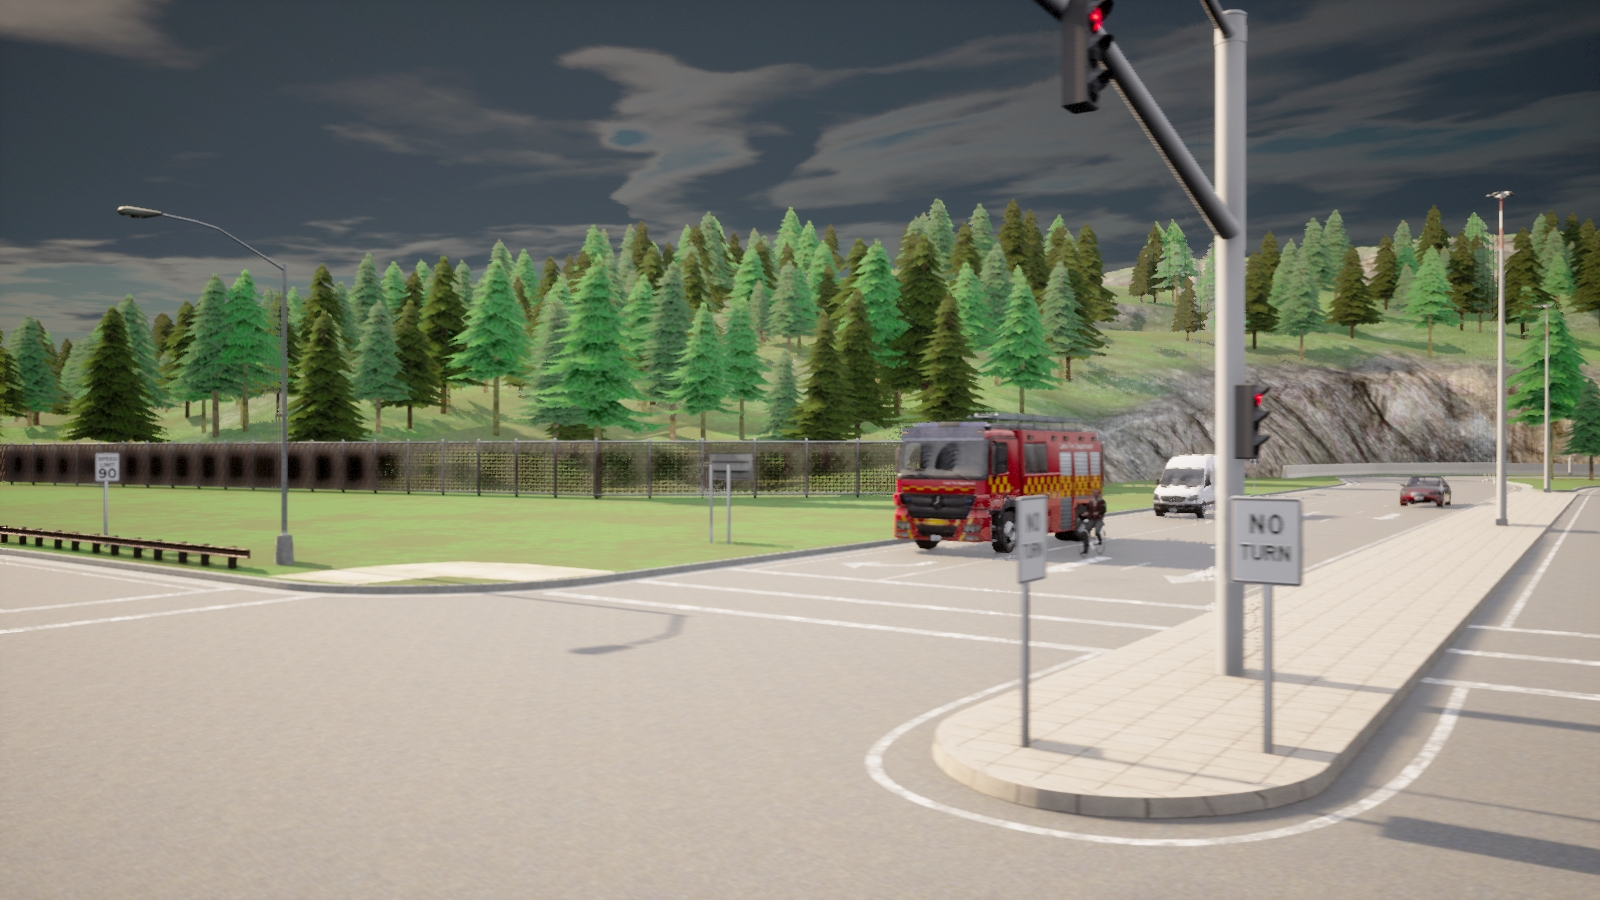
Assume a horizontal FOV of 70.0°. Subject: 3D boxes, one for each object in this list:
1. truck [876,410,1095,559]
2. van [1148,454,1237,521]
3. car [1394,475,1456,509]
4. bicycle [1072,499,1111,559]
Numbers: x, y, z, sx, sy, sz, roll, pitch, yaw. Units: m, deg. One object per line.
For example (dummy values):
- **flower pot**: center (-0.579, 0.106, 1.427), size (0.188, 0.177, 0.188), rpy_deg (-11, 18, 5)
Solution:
- **truck**: center (5.721, 0.888, 33.686), size (2.891, 3.827, 8.468), rpy_deg (0, 0, 36)
- **van**: center (16.857, 1.527, 48.831), size (1.988, 2.561, 5.915), rpy_deg (0, 1, 36)
- **car**: center (30.923, 2.046, 56.437), size (2.128, 1.511, 4.902), rpy_deg (0, 0, 36)
- **bicycle**: center (7.645, 2.058, 29.959), size (0.329, 1.471, 1.835), rpy_deg (0, 0, 36)
